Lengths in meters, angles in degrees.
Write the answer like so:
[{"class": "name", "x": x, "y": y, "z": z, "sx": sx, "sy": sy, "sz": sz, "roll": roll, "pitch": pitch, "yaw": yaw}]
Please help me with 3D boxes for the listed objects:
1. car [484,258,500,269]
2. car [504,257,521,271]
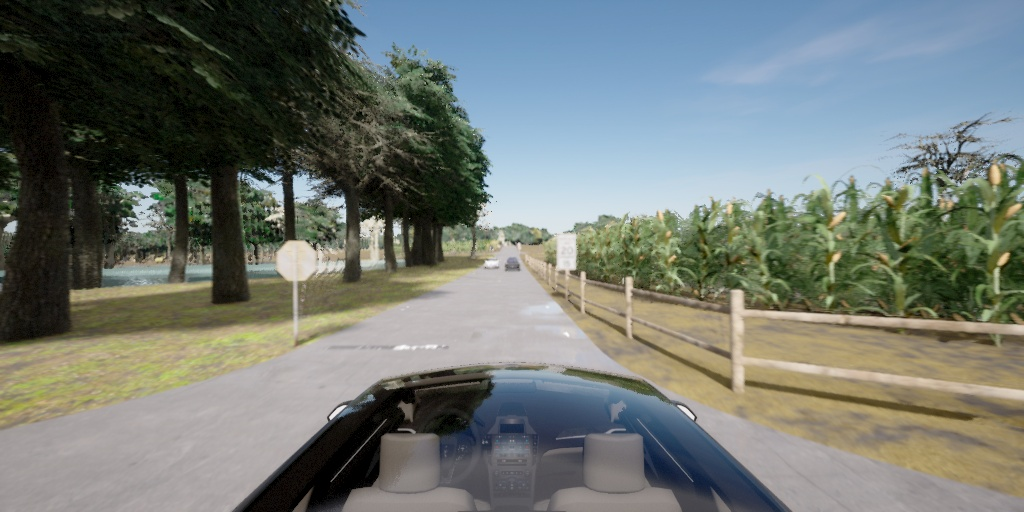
[{"class": "car", "x": -2.663, "y": 0.958, "z": 48.188, "sx": 1.812, "sy": 1.442, "sz": 4.674, "roll": 0, "pitch": 1, "yaw": 0}, {"class": "car", "x": 0.077, "y": 1.010, "z": 43.177, "sx": 2.128, "sy": 1.511, "sz": 4.902, "roll": 0, "pitch": 1, "yaw": 0}]
